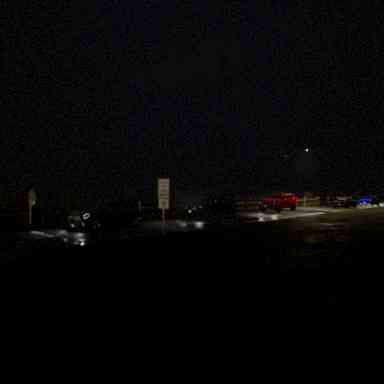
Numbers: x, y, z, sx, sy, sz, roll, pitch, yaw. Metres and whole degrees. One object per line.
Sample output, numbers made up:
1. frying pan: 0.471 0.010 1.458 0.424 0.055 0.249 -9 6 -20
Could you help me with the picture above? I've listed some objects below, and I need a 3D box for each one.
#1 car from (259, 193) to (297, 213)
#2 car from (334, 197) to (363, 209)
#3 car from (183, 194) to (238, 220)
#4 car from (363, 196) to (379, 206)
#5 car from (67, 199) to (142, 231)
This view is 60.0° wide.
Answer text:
1. car: 9.623 1.149 36.961 2.150 2.045 5.566 1 1 43
2. car: 20.536 1.422 44.268 2.128 1.511 4.902 1 1 43
3. car: 1.699 1.176 28.413 2.150 2.045 5.566 1 1 43
4. car: 27.533 1.385 51.606 1.882 1.535 5.008 1 1 43
5. car: -5.326 1.334 20.622 2.097 1.767 4.553 1 1 40
